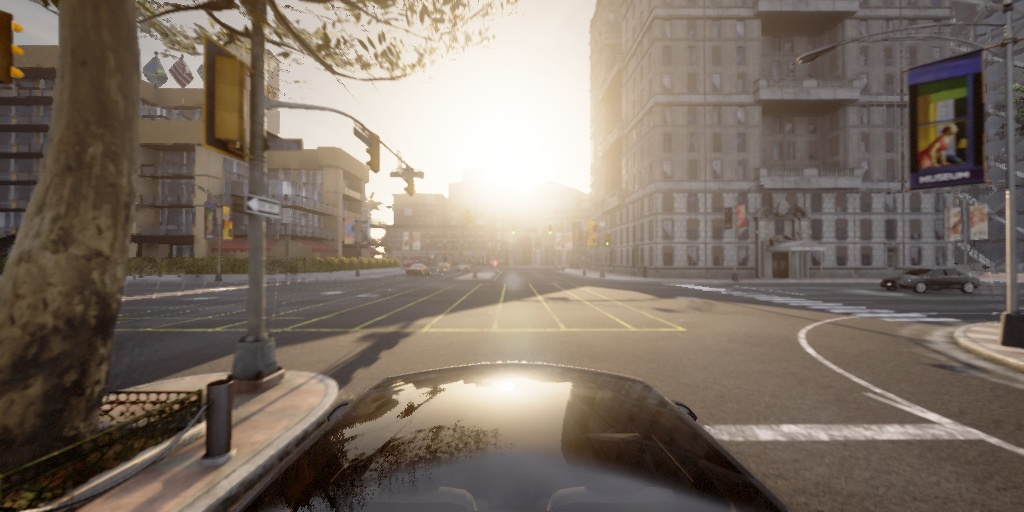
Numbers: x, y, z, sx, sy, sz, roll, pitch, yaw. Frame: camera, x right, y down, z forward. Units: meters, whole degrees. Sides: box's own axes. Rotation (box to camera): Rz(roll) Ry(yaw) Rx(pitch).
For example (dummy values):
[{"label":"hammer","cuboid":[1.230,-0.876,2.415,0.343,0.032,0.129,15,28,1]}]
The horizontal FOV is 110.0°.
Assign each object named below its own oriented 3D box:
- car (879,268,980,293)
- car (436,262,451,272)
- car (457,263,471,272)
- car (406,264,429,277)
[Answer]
[{"label":"car","cuboid":[25.818,1.496,22.263,4.892,1.490,1.837,0,-1,0]},{"label":"car","cuboid":[-11.486,1.717,60.274,1.882,1.535,5.008,0,-1,0]},{"label":"car","cuboid":[-7.993,1.917,59.518,2.128,1.511,4.902,0,-1,0]},{"label":"car","cuboid":[-11.582,1.721,44.091,1.882,1.535,5.008,0,-1,0]}]
